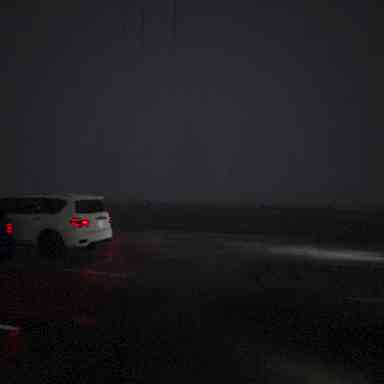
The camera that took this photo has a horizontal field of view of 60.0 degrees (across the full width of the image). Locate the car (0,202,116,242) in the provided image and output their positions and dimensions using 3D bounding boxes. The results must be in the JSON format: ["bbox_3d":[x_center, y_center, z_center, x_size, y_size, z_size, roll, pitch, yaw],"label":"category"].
[{"bbox_3d":[-6.332,1.304,15.681,4.902,1.511,2.128,1,0,18],"label":"car"}]

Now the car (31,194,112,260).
[{"bbox_3d":[-5.548,1.071,11.763,5.566,2.045,2.150,1,0,18],"label":"car"}]

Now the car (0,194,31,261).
[{"bbox_3d":[-7.350,1.069,8.662,5.566,2.045,2.150,1,0,18],"label":"car"}]
